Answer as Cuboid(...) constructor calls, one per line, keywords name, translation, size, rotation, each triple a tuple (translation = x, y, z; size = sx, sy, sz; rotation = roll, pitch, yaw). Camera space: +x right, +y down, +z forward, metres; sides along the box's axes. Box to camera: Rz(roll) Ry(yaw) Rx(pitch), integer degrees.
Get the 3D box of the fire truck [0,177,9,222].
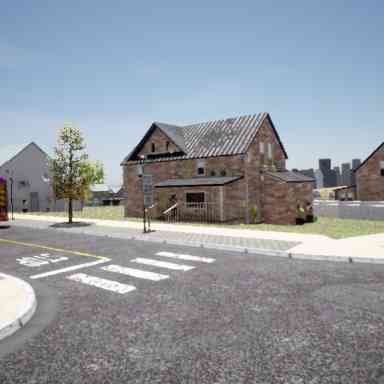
Cuboid(name="fire truck", translation=(-16.472, 0.543, 23.773), size=(8.468, 3.827, 2.891), rotation=(-1, 2, 38))
